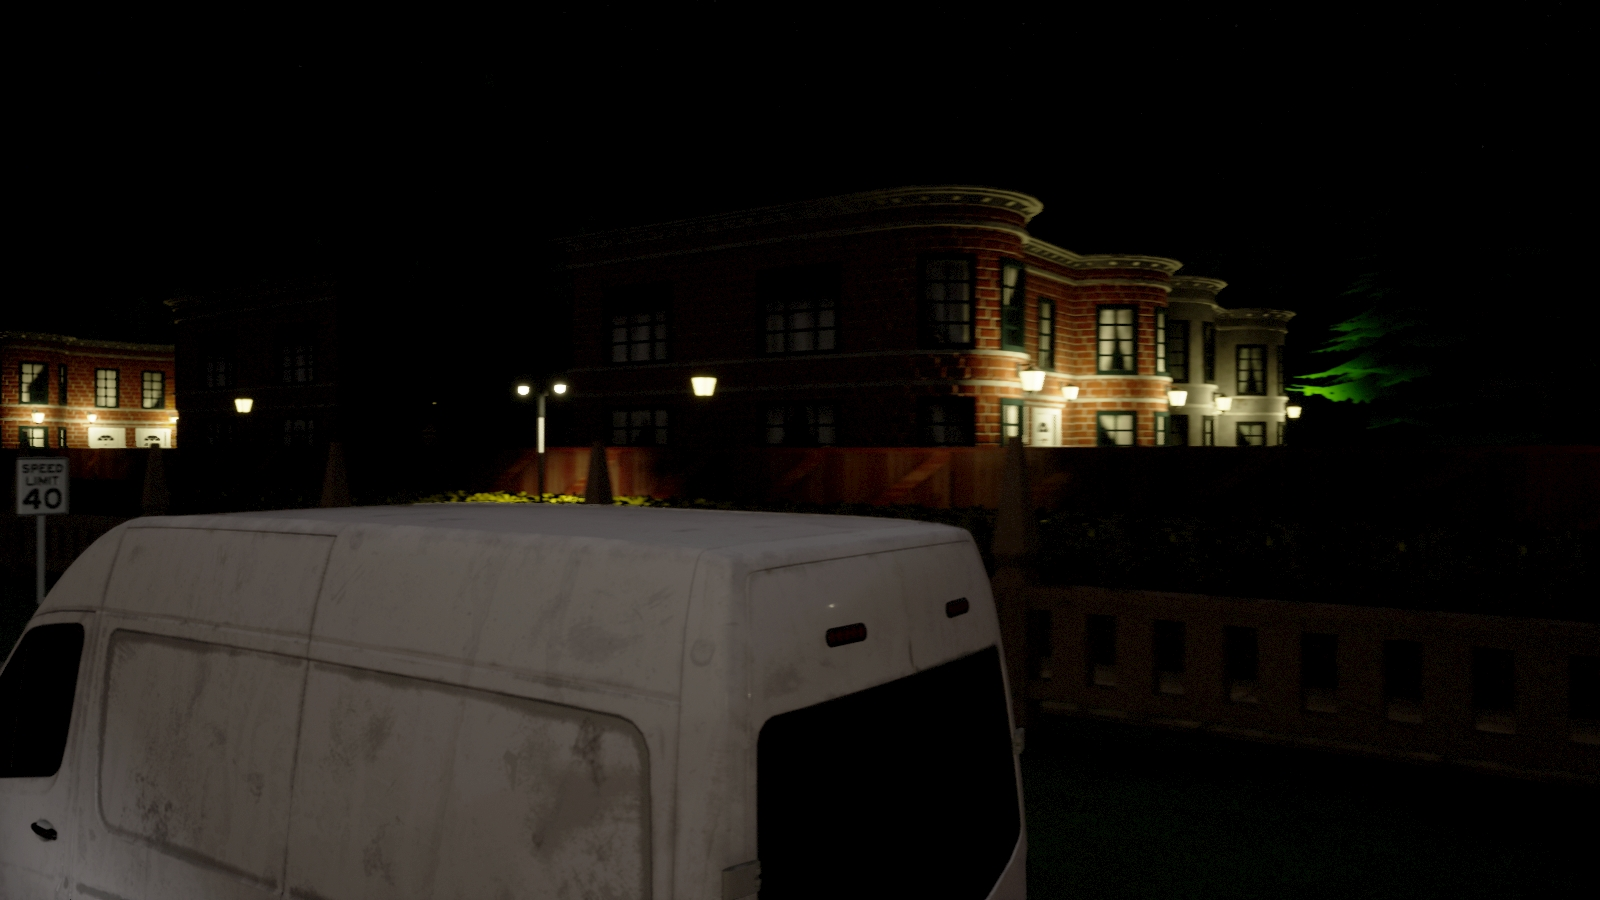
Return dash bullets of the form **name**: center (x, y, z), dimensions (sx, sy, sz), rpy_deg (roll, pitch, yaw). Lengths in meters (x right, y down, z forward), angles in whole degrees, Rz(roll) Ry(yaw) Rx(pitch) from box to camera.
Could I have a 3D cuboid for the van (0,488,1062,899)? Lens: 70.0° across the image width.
- **van**: center (-2.006, 1.534, 5.182), dimensions (5.915, 2.561, 1.988), rpy_deg (0, 0, 35)
